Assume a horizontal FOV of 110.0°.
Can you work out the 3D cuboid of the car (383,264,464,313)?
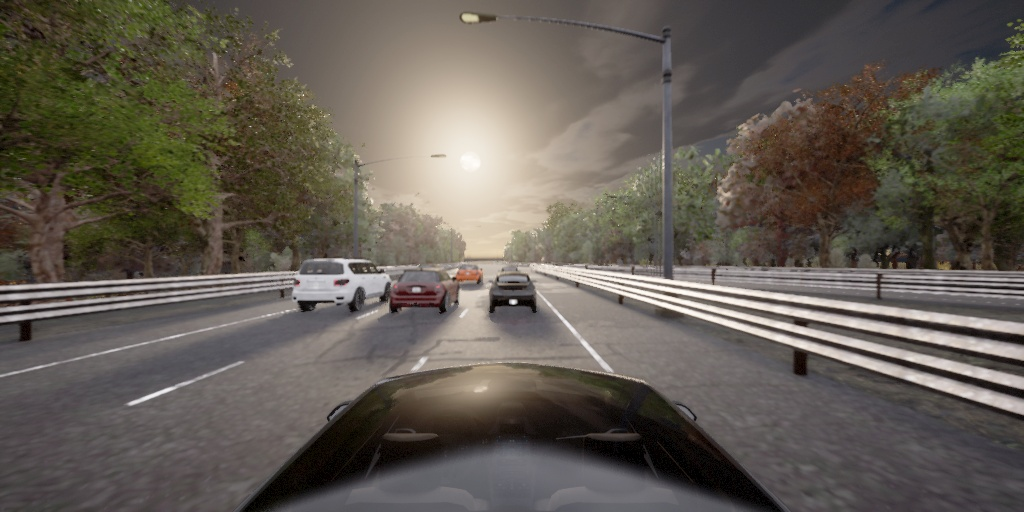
[{"bbox_3d":[-3.474,1.275,15.087,2.097,1.767,4.553,0,-1,0],"label":"car"}]

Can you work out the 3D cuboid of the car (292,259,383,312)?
[{"bbox_3d":[-6.971,1.150,15.388,2.150,2.045,5.566,0,-1,-1],"label":"car"}]

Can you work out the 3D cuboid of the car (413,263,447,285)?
[{"bbox_3d":[-7.219,1.506,31.975,2.097,1.767,4.553,0,-1,-1],"label":"car"}]

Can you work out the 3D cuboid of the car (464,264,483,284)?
[{"bbox_3d":[-3.719,1.505,31.992,2.097,1.767,4.553,0,-1,-1],"label":"car"}]

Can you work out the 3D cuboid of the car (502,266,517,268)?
[{"bbox_3d":[-0.223,1.661,32.313,1.837,1.490,4.892,0,-1,-1],"label":"car"}]

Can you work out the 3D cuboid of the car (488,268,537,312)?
[{"bbox_3d":[0.027,1.429,15.307,1.837,1.490,4.892,0,-1,0],"label":"car"}]
